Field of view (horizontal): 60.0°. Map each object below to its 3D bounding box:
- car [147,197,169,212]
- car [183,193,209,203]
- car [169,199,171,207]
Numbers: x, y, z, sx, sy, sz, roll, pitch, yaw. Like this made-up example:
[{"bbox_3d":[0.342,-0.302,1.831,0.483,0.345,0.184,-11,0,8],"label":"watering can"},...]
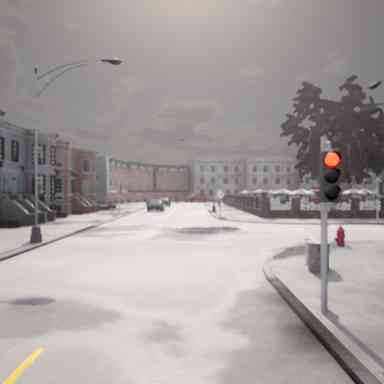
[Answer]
[{"bbox_3d":[-4.152,1.507,39.152,2.033,1.411,5.357,0,0,-1],"label":"car"},{"bbox_3d":[0.825,1.184,68.456,5.566,2.045,2.150,0,0,-32],"label":"car"},{"bbox_3d":[-4.237,1.495,50.842,2.033,1.411,5.357,0,0,-1],"label":"car"}]
